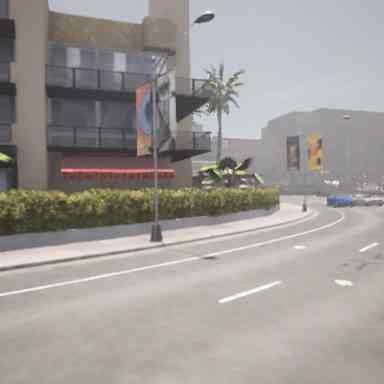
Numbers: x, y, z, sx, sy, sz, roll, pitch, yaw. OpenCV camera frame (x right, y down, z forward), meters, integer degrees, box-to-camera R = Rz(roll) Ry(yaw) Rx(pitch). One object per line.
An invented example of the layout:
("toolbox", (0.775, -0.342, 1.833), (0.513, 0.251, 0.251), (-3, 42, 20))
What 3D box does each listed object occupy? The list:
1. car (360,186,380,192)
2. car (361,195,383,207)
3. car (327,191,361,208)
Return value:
("car", (39.195, 0.032, 71.492), (2.185, 1.767, 4.553), (-1, 0, -18))
("car", (19.966, 0.968, 37.823), (1.895, 1.301, 4.718), (-1, 0, 4))
("car", (16.331, 0.916, 36.539), (1.882, 1.535, 5.008), (-1, 0, 6))
